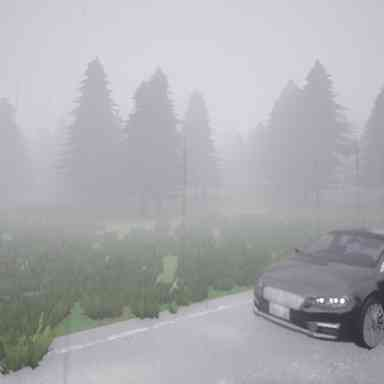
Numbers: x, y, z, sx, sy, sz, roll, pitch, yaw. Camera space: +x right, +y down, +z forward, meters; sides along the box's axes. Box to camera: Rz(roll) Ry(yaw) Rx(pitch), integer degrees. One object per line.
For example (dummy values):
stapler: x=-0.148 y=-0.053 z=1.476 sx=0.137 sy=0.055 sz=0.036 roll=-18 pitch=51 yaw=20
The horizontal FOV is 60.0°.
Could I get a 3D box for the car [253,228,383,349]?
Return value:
car: x=3.278 y=1.492 z=6.346 sx=4.902 sy=1.511 sz=2.128 roll=0 pitch=0 yaw=-36
